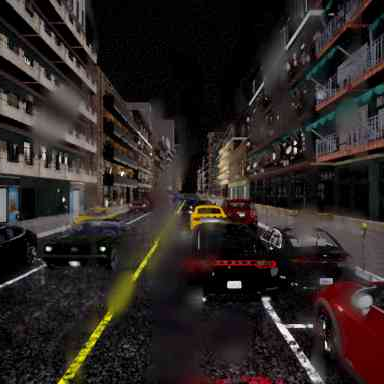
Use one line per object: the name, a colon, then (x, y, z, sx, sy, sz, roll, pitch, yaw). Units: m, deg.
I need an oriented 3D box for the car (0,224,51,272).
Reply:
car: (-5.704, 1.566, 8.813, 1.947, 1.339, 4.313, 0, 0, 0)

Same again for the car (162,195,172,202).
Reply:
car: (-5.815, 1.420, 76.451, 1.967, 1.590, 4.097, 0, 0, 0)

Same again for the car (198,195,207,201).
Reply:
car: (2.556, 1.522, 82.097, 1.887, 1.381, 4.507, 0, 0, 0)

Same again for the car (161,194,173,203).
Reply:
car: (-5.805, 1.297, 70.815, 2.192, 1.841, 5.009, 0, 0, 0)

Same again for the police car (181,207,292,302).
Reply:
police car: (0.749, 1.424, 8.434, 1.930, 1.638, 5.238, 0, 0, 0)

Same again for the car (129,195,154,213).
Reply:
car: (-5.750, 1.435, 36.997, 1.967, 1.590, 4.097, 0, 0, 0)

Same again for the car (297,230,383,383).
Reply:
car: (2.687, 1.440, 3.189, 1.967, 1.590, 4.097, 0, 0, 0)

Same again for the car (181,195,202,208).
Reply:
car: (-0.060, 1.484, 45.406, 2.128, 1.511, 4.902, 0, 0, 0)

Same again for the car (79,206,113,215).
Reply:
car: (-5.722, 1.524, 19.917, 1.752, 1.417, 4.829, 0, 0, 0)

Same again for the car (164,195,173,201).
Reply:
car: (-5.824, 1.522, 82.088, 1.887, 1.381, 4.507, 0, 0, 0)

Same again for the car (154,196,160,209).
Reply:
car: (-5.758, 1.308, 42.633, 2.192, 1.841, 5.009, 0, 0, 0)

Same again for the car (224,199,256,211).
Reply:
car: (2.660, 1.314, 20.097, 2.192, 1.841, 5.009, 0, 0, 0)

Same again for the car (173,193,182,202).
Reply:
car: (-3.111, 1.202, 74.055, 2.150, 2.045, 5.566, 0, 0, 0)

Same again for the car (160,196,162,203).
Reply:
car: (-5.769, 1.573, 48.270, 1.802, 1.307, 4.206, 0, 0, 0)

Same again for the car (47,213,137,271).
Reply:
car: (-3.118, 1.601, 11.047, 1.895, 1.301, 4.718, 0, 0, 0)

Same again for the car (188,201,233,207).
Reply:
car: (0.870, 1.477, 18.318, 1.882, 1.535, 5.008, 0, 0, 0)

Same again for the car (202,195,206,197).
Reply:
car: (2.574, 1.508, 70.995, 1.752, 1.417, 4.829, 0, 0, 0)

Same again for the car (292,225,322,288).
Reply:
car: (2.678, 1.551, 8.824, 2.008, 1.369, 4.403, 0, 0, 0)

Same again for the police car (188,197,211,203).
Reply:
police car: (0.860, 1.423, 24.428, 1.930, 1.638, 5.238, 0, 0, 0)

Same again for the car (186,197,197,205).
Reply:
car: (-0.098, 1.551, 58.868, 1.994, 1.385, 4.181, 0, 0, 0)
